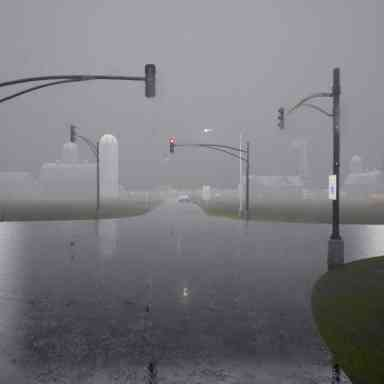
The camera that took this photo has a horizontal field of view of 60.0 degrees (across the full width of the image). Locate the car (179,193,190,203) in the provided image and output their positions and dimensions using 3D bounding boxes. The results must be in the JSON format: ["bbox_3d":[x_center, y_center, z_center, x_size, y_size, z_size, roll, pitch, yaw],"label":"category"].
[{"bbox_3d":[-1.513,1.553,69.886,1.812,1.442,4.674,0,0,-3],"label":"car"}]

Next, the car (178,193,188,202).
[{"bbox_3d":[-2.097,1.189,79.920,2.150,2.045,5.566,0,0,-4],"label":"car"}]
